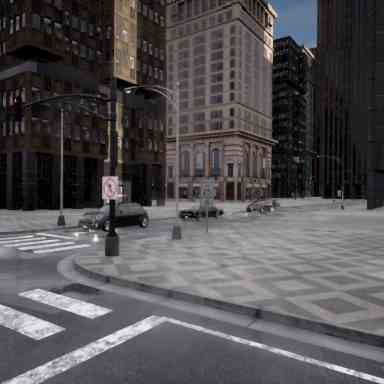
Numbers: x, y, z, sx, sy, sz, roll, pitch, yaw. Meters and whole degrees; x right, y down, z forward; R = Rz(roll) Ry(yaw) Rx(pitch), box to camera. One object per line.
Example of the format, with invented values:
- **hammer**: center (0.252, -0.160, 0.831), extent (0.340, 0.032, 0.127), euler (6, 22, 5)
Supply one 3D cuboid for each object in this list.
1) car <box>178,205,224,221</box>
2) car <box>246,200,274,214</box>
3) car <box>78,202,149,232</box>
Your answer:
- **car**: center (0.822, 1.741, 28.919), extent (1.895, 1.301, 4.718), euler (1, 0, 35)
- **car**: center (8.049, 1.716, 39.131), extent (1.837, 1.490, 4.892), euler (1, 0, 35)
- **car**: center (-4.831, 1.431, 20.906), extent (2.097, 1.767, 4.553), euler (1, 0, 35)
